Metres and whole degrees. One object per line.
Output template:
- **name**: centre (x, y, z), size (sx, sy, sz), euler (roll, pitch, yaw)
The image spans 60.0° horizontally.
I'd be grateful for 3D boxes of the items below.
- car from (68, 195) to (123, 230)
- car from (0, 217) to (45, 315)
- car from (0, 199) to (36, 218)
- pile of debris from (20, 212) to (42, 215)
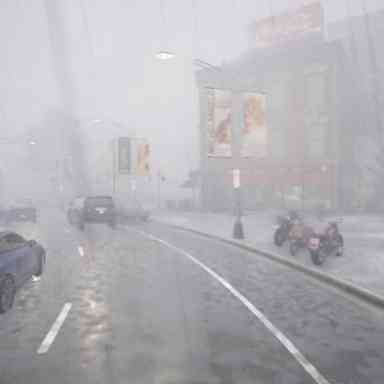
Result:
- **car**: centre (-6.469, 1.217, 21.325), size (2.150, 2.045, 5.566), euler (0, 0, -29)
- **car**: centre (-4.585, 1.546, 7.277), size (1.812, 1.442, 4.674), euler (0, 0, -12)
- **car**: centre (-13.134, 1.523, 25.027), size (1.882, 1.535, 5.008), euler (0, 0, -36)
- **pile of debris**: centre (-16.542, 2.225, 34.127), size (1.860, 0.140, 1.500), euler (0, 0, 43)
